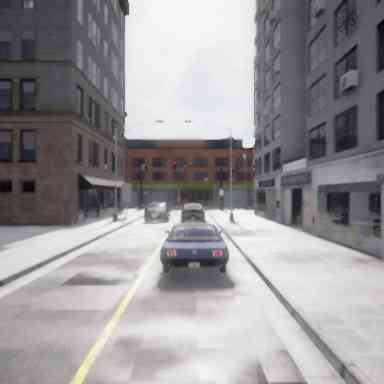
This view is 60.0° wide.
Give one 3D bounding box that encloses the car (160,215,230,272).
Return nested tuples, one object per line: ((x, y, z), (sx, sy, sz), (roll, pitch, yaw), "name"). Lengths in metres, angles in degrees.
((0.079, 1.658, 11.011), (1.895, 1.301, 4.718), (0, 0, 0), "car")

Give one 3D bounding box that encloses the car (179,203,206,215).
((0.074, 1.647, 26.267), (1.837, 1.490, 4.892), (0, -1, 0), "car")

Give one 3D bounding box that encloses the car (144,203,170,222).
((-2.841, 1.643, 27.757), (2.128, 1.511, 4.902), (0, 0, 0), "car")
